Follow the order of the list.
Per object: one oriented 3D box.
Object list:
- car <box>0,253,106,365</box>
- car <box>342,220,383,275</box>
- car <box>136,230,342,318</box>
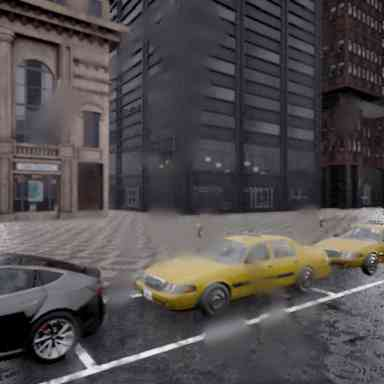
[{"bbox_3d":[-3.293,1.564,4.302,4.313,1.339,1.947,1,-1,-36],"label":"car"},{"bbox_3d":[5.748,1.622,10.762,4.829,1.417,1.752,1,-1,-36],"label":"car"},{"bbox_3d":[1.158,1.572,7.483,4.829,1.417,1.752,1,-1,-36],"label":"car"}]
